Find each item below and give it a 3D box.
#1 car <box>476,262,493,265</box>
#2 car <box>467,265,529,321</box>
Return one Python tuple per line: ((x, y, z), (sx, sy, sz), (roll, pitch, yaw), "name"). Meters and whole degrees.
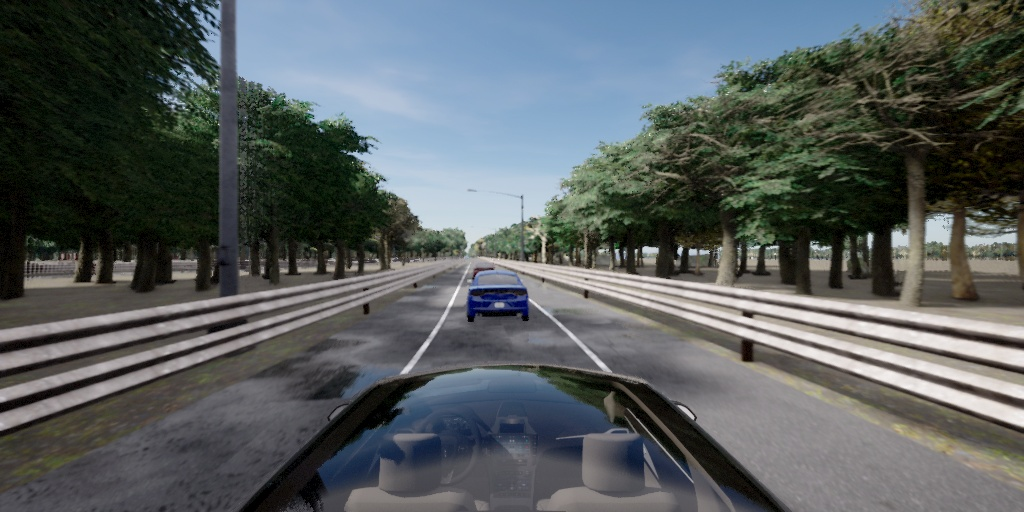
((-2.386, 1.259, 30.925), (1.882, 1.535, 5.008), (0, 0, -6), "car")
((-0.557, 1.240, 12.591), (1.882, 1.535, 5.008), (0, 0, -5), "car")
